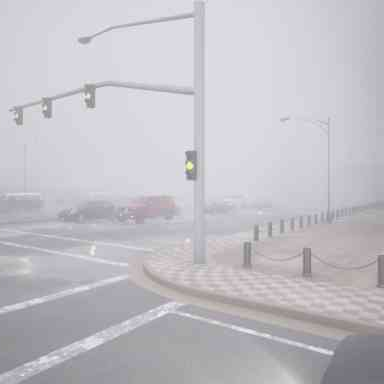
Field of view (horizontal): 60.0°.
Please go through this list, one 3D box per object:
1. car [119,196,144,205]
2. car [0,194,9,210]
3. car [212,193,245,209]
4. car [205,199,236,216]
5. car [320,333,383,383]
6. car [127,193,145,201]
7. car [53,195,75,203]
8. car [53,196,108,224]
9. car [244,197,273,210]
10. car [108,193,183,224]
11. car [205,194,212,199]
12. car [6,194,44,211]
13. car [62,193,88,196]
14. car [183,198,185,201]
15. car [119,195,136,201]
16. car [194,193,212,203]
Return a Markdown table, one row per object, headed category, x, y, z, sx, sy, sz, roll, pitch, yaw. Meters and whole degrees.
| category | x | y | z | sx | sy | sz | roll | pitch | yaw |
| --- | --- | --- | --- | --- | --- | --- | --- | --- | --- |
| car | -10.161 | 1.449 | 56.290 | 1.970 | 1.475 | 3.806 | 0 | 0 | 36 |
| car | -26.075 | 1.417 | 49.232 | 1.784 | 1.438 | 3.905 | 0 | 0 | 36 |
| car | 5.344 | 1.276 | 44.247 | 2.150 | 2.045 | 5.566 | 0 | 0 | 36 |
| car | 2.243 | 1.656 | 34.055 | 1.895 | 1.301 | 4.718 | 0 | 0 | 36 |
| car | 3.379 | 1.548 | 1.550 | 5.357 | 1.411 | 2.033 | 0 | 0 | 33 |
| car | -13.501 | 1.209 | 80.349 | 1.905 | 1.878 | 3.866 | 0 | 0 | 36 |
| car | -26.140 | 1.417 | 67.971 | 1.784 | 1.438 | 3.905 | 0 | 0 | 36 |
| car | -8.043 | 1.407 | 25.867 | 2.097 | 1.767 | 4.553 | 0 | 0 | 36 |
| car | 8.970 | 1.581 | 43.265 | 1.812 | 1.442 | 4.674 | 0 | 0 | 36 |
| car | -3.503 | 1.276 | 26.161 | 2.150 | 2.045 | 5.566 | 0 | 0 | 36 |
| car | 4.650 | 1.207 | 67.023 | 1.932 | 1.855 | 4.605 | 0 | 0 | 36 |
| car | -23.741 | 1.449 | 47.520 | 1.970 | 1.475 | 3.806 | 0 | 0 | 36 |
| car | -23.842 | 1.206 | 66.207 | 1.932 | 1.855 | 4.605 | 0 | 0 | 36 |
| car | -2.985 | 1.619 | 32.821 | 1.994 | 1.385 | 4.181 | 0 | 0 | 36 |
| car | -15.830 | 1.448 | 82.070 | 1.970 | 1.475 | 3.806 | 0 | 0 | 36 |
| car | 2.348 | 1.210 | 68.778 | 1.905 | 1.878 | 3.866 | 0 | 0 | 36 |
